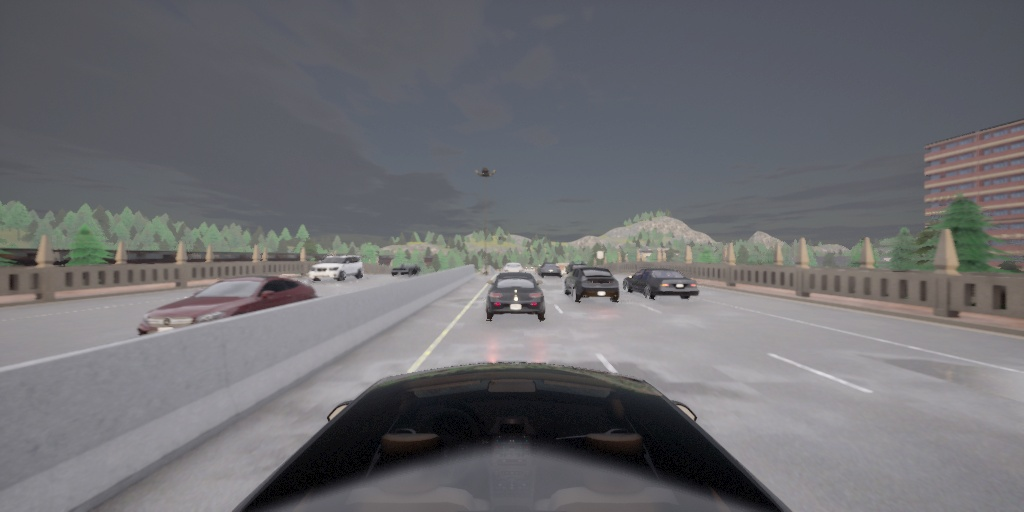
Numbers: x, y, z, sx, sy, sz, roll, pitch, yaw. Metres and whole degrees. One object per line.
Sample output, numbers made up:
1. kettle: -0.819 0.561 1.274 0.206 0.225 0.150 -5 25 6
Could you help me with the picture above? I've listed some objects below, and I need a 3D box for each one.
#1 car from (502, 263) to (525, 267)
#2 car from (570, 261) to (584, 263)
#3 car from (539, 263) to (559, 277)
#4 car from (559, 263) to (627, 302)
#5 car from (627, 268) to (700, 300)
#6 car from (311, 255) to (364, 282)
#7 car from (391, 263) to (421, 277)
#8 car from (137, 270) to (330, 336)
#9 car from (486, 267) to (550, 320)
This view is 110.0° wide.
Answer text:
1. car: 0.107 1.277 30.186 1.812 1.442 4.674 0 0 0
2. car: 7.112 1.327 39.501 2.128 1.511 4.902 0 -1 0
3. car: 3.610 1.326 35.169 1.994 1.385 4.181 0 0 0
4. car: 3.605 1.256 16.859 1.837 1.490 4.892 0 0 0
5. car: 7.105 1.300 17.698 2.033 1.411 5.357 0 0 0
6. car: -14.089 0.968 29.240 2.150 2.045 5.566 0 0 0
7. car: -10.584 1.366 35.998 1.895 1.301 4.718 0 -1 0
8. car: -7.098 1.274 9.673 1.812 1.442 4.674 0 0 0
9. car: 0.105 1.276 12.475 1.812 1.442 4.674 0 0 0
